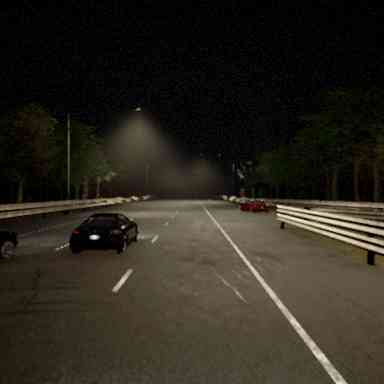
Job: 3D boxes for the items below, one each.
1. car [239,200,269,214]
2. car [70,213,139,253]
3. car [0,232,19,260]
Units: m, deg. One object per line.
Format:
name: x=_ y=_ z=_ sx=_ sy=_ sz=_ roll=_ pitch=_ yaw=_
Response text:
car: x=6.673 y=1.573 z=36.147 sx=1.994 sy=1.385 sz=4.181 roll=0 pitch=0 yaw=-16
car: x=-3.401 y=1.545 z=13.589 sx=1.994 sy=1.385 sz=4.181 roll=0 pitch=0 yaw=0
car: x=-6.899 y=1.588 z=9.354 sx=1.895 sy=1.301 sz=4.718 roll=0 pitch=0 yaw=0
